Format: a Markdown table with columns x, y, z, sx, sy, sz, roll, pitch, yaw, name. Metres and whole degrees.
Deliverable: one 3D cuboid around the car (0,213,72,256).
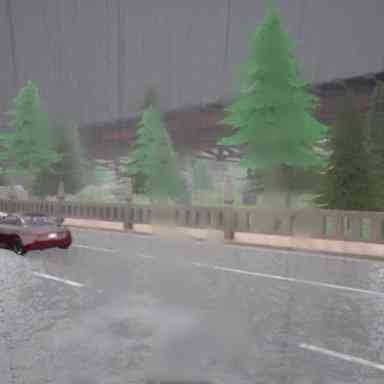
| x | y | z | sx | sy | sz | roll | pitch | yaw | name |
| --- | --- | --- | --- | --- | --- | --- | --- | --- | --- |
| -6.592 | 1.517 | 13.010 | 4.181 | 1.385 | 1.994 | 0 | 0 | 36 | car |
